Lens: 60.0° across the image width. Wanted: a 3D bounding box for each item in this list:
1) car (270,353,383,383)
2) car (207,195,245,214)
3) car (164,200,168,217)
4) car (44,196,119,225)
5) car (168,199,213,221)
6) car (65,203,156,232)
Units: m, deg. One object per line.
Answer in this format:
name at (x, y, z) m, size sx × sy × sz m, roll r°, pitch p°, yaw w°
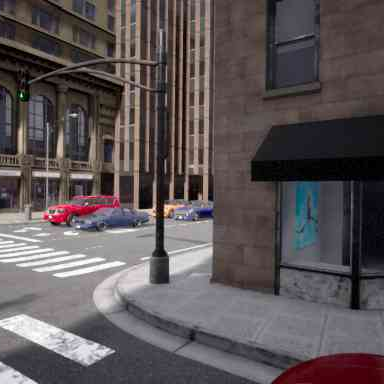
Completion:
car at (2.380, 1.545, 1.275) m, size 4.507 × 1.381 × 1.887 m, roll 0°, pitch 1°, yaw 35°
car at (4.227, 1.465, 40.562) m, size 2.150 × 2.045 × 5.566 m, roll 1°, pitch 0°, yaw 35°
car at (-1.862, 1.504, 31.896) m, size 2.097 × 1.767 × 4.553 m, roll 1°, pitch 0°, yaw 35°
car at (-7.568, 1.289, 23.761) m, size 2.150 × 2.045 × 5.566 m, roll 1°, pitch 0°, yaw 35°
car at (0.335, 1.544, 29.367) m, size 2.097 × 1.767 × 4.553 m, roll 1°, pitch 0°, yaw 35°
car at (-5.105, 1.658, 21.620) m, size 2.033 × 1.411 × 5.357 m, roll 1°, pitch 0°, yaw 35°
